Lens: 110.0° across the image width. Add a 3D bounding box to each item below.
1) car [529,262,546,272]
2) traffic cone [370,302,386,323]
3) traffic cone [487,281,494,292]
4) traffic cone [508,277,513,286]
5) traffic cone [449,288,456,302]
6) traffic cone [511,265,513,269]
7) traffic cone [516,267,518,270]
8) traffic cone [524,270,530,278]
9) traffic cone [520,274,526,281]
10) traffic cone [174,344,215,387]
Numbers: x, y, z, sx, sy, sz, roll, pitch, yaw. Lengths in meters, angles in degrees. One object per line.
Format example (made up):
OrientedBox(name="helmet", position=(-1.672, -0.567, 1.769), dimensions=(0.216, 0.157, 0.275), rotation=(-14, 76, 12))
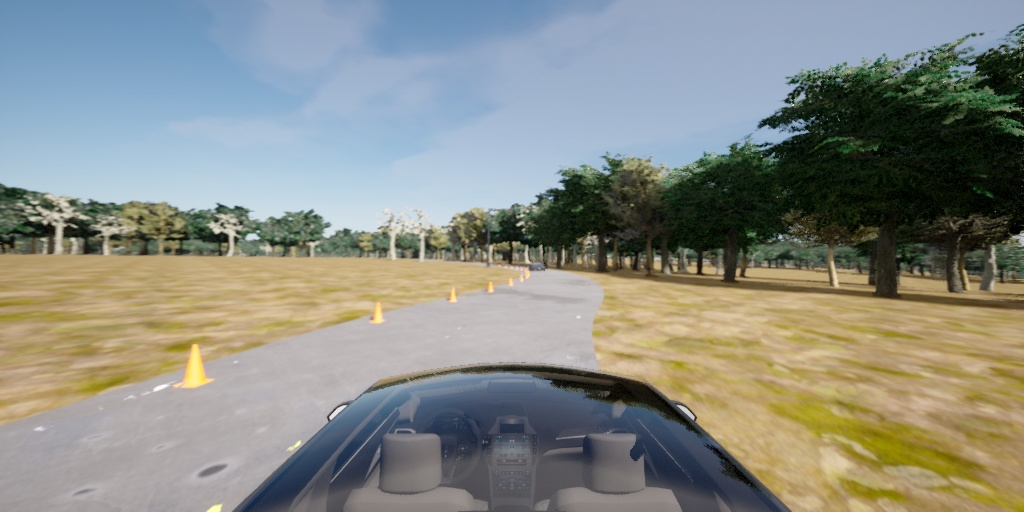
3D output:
OrientedBox(name="car", position=(3.684, 1.587, 52.370), dimensions=(1.994, 1.385, 4.181), rotation=(1, 0, -5))
OrientedBox(name="traffic cone", position=(-3.985, 1.654, 10.662), dimensions=(0.340, 0.580, 0.340), rotation=(0, 0, 12))
OrientedBox(name="traffic cone", position=(-1.223, 1.739, 20.410), dimensions=(0.340, 0.580, 0.340), rotation=(0, 0, 15))
OrientedBox(name="traffic cone", position=(-0.095, 1.782, 25.136), dimensions=(0.340, 0.580, 0.340), rotation=(0, 0, 12))
OrientedBox(name="traffic cone", position=(-2.597, 1.696, 15.750), dimensions=(0.340, 0.580, 0.340), rotation=(0, 0, 18))
OrientedBox(name="traffic cone", position=(-0.091, 1.929, 63.730), dimensions=(0.340, 0.580, 0.340), rotation=(0, 0, -12))
OrientedBox(name="traffic cone", position=(0.789, 1.940, 58.951), dimensions=(0.340, 0.580, 0.340), rotation=(0, 0, -9))
OrientedBox(name="traffic cone", position=(1.417, 1.857, 34.732), dimensions=(0.340, 0.580, 0.340), rotation=(0, 0, 6))
OrientedBox(name="traffic cone", position=(0.787, 1.821, 29.914), dimensions=(0.340, 0.580, 0.340), rotation=(0, 0, 9))
OrientedBox(name="traffic cone", position=(-4.795, 1.628, 5.419), dimensions=(0.340, 0.580, 0.340), rotation=(0, 0, 6))
